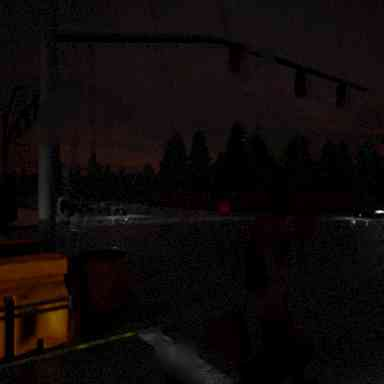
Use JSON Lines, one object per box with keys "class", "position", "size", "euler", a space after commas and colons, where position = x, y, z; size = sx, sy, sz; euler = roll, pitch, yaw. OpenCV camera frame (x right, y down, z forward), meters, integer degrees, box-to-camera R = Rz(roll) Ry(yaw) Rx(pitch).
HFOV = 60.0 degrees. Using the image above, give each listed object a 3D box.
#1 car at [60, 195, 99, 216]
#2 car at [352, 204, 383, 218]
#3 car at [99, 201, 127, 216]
{"class": "car", "position": [-11.842, 1.329, 34.009], "size": [2.150, 2.045, 5.566], "euler": [1, 0, -36]}
{"class": "car", "position": [18.692, 1.929, 34.547], "size": [5.357, 1.411, 2.033], "euler": [1, 0, -39]}
{"class": "car", "position": [-8.537, 1.671, 35.402], "size": [1.812, 1.442, 4.674], "euler": [1, 0, -36]}
